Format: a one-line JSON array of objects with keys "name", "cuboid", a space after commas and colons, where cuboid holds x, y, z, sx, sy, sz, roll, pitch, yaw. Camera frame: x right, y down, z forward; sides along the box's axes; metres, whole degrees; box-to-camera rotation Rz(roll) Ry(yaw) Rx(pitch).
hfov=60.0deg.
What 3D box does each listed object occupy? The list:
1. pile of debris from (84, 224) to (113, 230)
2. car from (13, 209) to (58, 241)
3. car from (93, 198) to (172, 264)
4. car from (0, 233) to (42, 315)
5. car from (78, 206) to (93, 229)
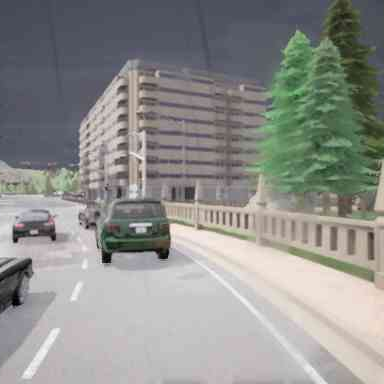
[{"name": "pile of debris", "cuboid": [-6.100, 2.240, 21.559, 1.500, 0.140, 1.860, 0, 0, -26]}, {"name": "car", "cuboid": [-7.760, 1.587, 16.587, 1.812, 1.442, 4.674, 0, 0, -23]}, {"name": "car", "cuboid": [-2.338, 1.249, 12.304, 2.150, 2.045, 5.566, 0, -1, -19]}, {"name": "car", "cuboid": [-4.031, 1.626, 5.017, 1.895, 1.301, 4.718, 0, 0, -8]}, {"name": "car", "cuboid": [-6.408, 1.614, 22.197, 2.033, 1.411, 5.357, 0, 0, -25]}]
